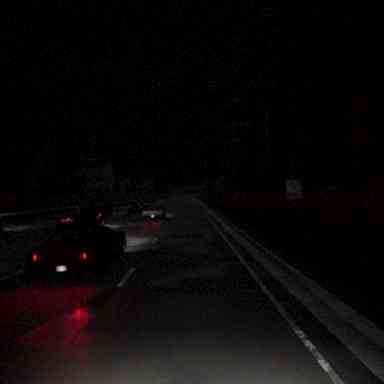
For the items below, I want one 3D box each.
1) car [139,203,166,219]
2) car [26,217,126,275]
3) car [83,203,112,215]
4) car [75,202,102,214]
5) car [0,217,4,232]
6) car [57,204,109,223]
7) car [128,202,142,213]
[{"bbox_3d":[-3.591,1.903,32.356,1.895,1.301,4.718,-1,0,0],"label":"car"},{"bbox_3d":[-3.481,1.758,11.043,1.895,1.301,4.718,-1,0,0],"label":"car"},{"bbox_3d":[-10.623,1.990,38.635,1.882,1.535,5.008,-1,0,0],"label":"car"},{"bbox_3d":[-14.150,2.191,45.716,2.033,1.411,5.357,-1,0,0],"label":"car"},{"bbox_3d":[-14.033,1.956,21.205,1.882,1.535,5.008,-1,0,0],"label":"car"},{"bbox_3d":[-7.034,1.816,21.368,1.837,1.490,4.892,-1,0,0],"label":"car"},{"bbox_3d":[-7.149,2.027,43.856,1.994,1.385,4.181,-1,0,0],"label":"car"}]
